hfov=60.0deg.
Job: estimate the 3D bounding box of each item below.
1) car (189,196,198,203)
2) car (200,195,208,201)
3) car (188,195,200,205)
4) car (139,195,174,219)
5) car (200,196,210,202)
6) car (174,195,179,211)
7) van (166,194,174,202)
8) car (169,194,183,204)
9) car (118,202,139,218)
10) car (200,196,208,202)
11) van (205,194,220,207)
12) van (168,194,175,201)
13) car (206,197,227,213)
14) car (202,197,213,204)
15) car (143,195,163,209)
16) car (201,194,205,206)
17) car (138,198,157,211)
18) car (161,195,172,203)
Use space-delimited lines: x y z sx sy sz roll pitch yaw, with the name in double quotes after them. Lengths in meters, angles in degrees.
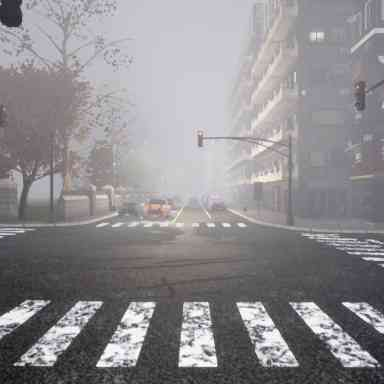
0.326 1.594 71.156 1.812 1.442 4.674 0 0 0 "car"
3.009 1.543 87.132 1.967 1.590 4.097 0 0 0 "car"
0.326 1.615 61.172 1.994 1.385 4.181 0 0 0 "car"
-2.995 1.364 29.107 2.097 1.767 4.553 0 0 0 "car"
2.968 1.628 75.873 2.008 1.369 4.403 0 0 0 "car"
-2.946 1.525 42.122 1.837 1.490 4.892 0 1 0 "car"
-5.392 1.431 81.534 1.690 1.788 3.998 0 0 0 "van"
-2.801 1.405 62.613 2.097 1.767 4.553 0 0 1 "car"
-5.575 1.579 30.862 1.947 1.339 4.313 0 0 0 "car"
2.988 1.634 81.503 1.887 1.381 4.507 0 0 0 "car"
2.846 1.365 42.092 1.690 1.788 3.998 0 0 0 "van"
-5.371 1.444 87.163 1.690 1.788 3.998 0 0 0 "van"
2.825 1.563 36.461 1.887 1.381 4.507 0 0 0 "car"
2.927 1.602 64.612 1.887 1.381 4.507 0 0 0 "car"
-5.514 1.346 47.753 2.192 1.841 5.009 0 0 0 "car"
2.887 1.479 53.352 1.967 1.590 4.097 0 0 0 "car"
-5.535 1.549 41.953 1.752 1.417 4.829 0 0 0 "car"
-5.432 1.507 70.273 1.967 1.590 4.097 0 0 0 "car"
